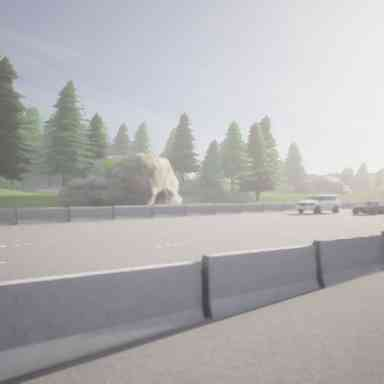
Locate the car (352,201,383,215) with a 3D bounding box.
[{"bbox_3d":[18.284,1.637,34.186,4.181,1.385,1.994,1,0,-35],"label":"car"}]

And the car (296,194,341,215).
[{"bbox_3d":[13.352,1.259,34.969,5.566,2.045,2.150,1,0,-35],"label":"car"}]
